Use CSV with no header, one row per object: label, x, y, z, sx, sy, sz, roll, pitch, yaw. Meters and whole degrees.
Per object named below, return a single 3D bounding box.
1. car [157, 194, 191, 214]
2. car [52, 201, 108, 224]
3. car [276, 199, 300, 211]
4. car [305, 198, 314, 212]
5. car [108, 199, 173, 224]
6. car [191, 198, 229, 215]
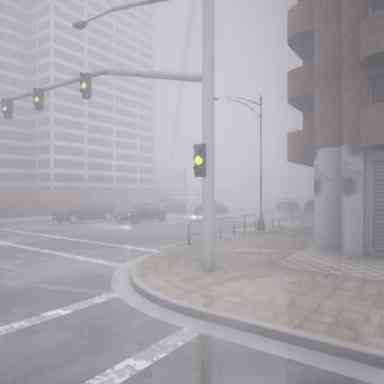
car,-2.489,1.352,33.040,2.097,1.767,4.553,0,0,35
car,-8.070,1.478,25.175,1.882,1.535,5.008,0,0,35
car,11.704,1.526,40.670,1.812,1.442,4.674,0,0,35
car,14.536,1.505,38.582,1.837,1.490,4.892,0,0,35
car,-3.769,1.526,25.160,1.812,1.442,4.674,0,0,35
car,1.933,1.564,33.209,1.994,1.385,4.181,0,0,36
